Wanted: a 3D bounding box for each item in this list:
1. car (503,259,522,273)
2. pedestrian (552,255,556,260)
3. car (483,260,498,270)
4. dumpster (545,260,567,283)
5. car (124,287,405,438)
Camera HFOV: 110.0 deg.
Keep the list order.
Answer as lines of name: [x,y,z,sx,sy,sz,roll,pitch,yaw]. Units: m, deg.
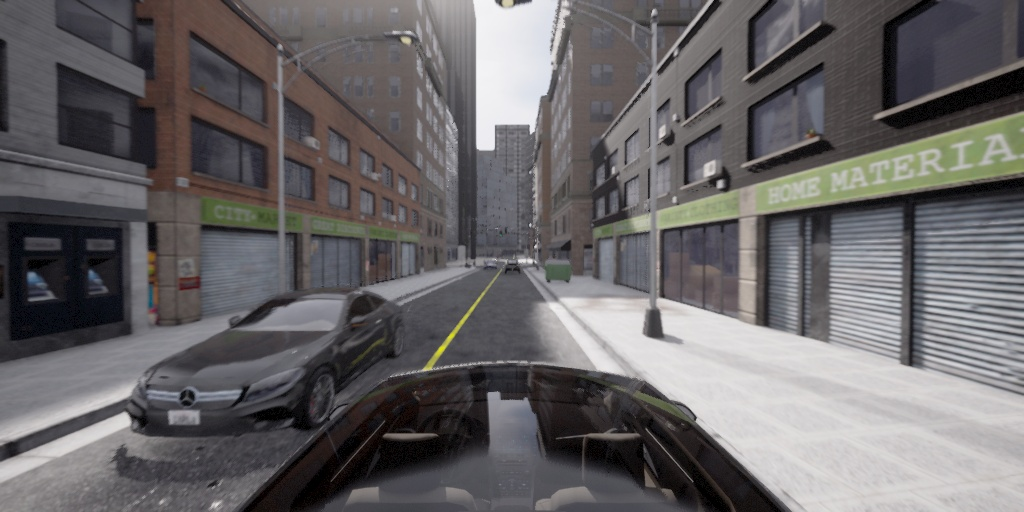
car: [0.068,1.191,41.468,1.837,1.490,4.892,0,0,0]
pedestrian: [3.142,0.854,27.214,0.375,1.860,0.375,-1,1,-9]
car: [-2.987,1.243,50.632,2.033,1.411,5.357,0,0,0]
dumpster: [3.141,1.110,25.850,1.020,1.700,1.940,0,0,0]
car: [-3.100,1.269,5.721,1.812,1.442,4.674,0,0,0]
